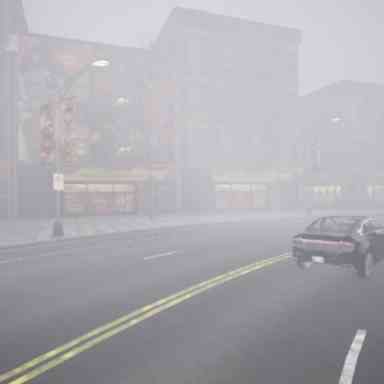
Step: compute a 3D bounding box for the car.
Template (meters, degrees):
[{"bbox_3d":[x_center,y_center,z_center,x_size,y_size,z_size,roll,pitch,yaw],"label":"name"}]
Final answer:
[{"bbox_3d":[4.752,1.452,10.102,2.128,1.511,4.902,-1,0,42],"label":"car"}]
